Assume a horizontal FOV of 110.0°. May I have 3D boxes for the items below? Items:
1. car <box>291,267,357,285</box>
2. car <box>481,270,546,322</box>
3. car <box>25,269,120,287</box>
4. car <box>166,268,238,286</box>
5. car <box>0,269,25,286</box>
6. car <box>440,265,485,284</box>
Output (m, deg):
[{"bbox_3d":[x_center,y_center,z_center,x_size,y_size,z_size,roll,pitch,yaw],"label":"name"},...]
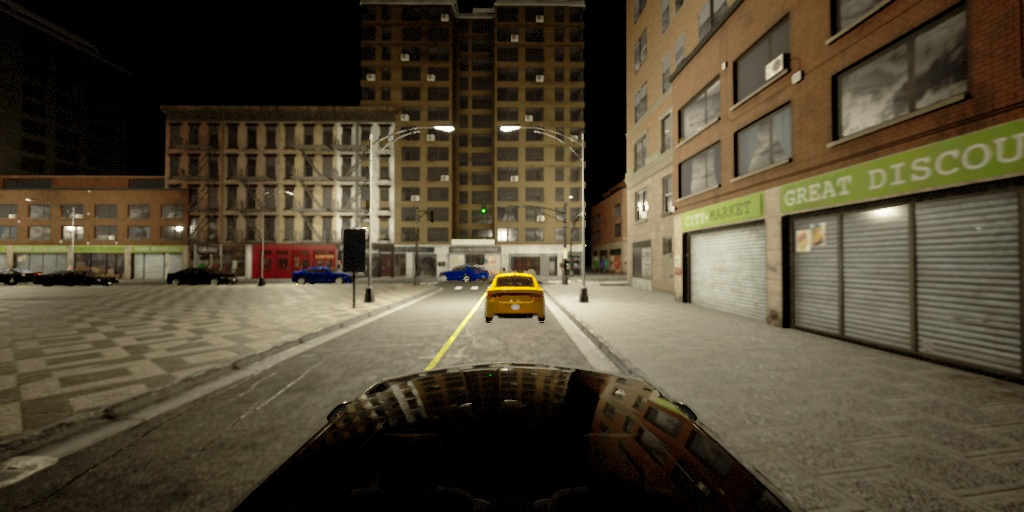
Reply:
[{"bbox_3d":[-15.522,1.649,29.776,5.008,1.535,1.882,0,-1,0],"label":"car"},{"bbox_3d":[0.096,1.351,12.895,1.882,1.535,5.008,0,-1,0],"label":"car"},{"bbox_3d":[-35.816,1.853,29.515,5.357,1.411,2.033,0,-1,-1],"label":"car"},{"bbox_3d":[-25.495,1.719,29.642,5.008,1.535,1.882,0,-1,-1],"label":"car"},{"bbox_3d":[-45.660,1.898,32.532,4.902,1.511,2.128,0,-1,0],"label":"car"},{"bbox_3d":[-4.243,1.577,31.261,5.008,1.535,1.882,-1,-3,41],"label":"car"}]
